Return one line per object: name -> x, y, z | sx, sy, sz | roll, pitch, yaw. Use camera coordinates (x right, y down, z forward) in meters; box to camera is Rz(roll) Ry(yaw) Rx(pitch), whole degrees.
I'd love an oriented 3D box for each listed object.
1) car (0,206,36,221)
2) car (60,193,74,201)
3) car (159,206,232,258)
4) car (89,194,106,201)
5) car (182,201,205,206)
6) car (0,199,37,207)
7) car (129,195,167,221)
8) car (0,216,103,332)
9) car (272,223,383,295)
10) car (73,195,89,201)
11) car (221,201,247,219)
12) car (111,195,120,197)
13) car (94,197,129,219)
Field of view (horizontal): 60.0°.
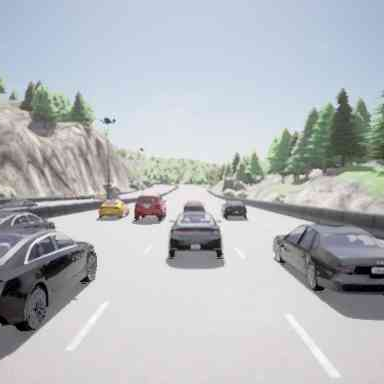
car -> -6.880, 1.490, 12.778 | 2.128, 1.511, 4.902 | 0, 0, 0
car -> -27.824, 1.081, 74.818 | 2.097, 1.767, 4.553 | 0, 0, 0
car -> 0.120, 1.498, 12.757 | 2.128, 1.511, 4.902 | 0, 0, 0
car -> -20.824, 1.212, 74.771 | 1.882, 1.535, 5.008 | 0, 0, 0
car -> 0.163, 1.493, 29.598 | 1.882, 1.535, 5.008 | 0, 0, 0
car -> -17.515, 1.489, 33.592 | 2.128, 1.511, 4.902 | 0, 0, 0
car -> -3.343, 1.232, 27.293 | 2.150, 2.045, 5.566 | 0, 0, 0
car -> -3.410, 1.493, 6.808 | 2.128, 1.511, 4.902 | 0, 0, 0
car -> 3.606, 1.556, 8.904 | 2.033, 1.411, 5.357 | 0, 0, 0
car -> -24.324, 1.325, 74.749 | 1.895, 1.301, 4.718 | 0, 0, 0
car -> 3.663, 1.497, 29.606 | 1.882, 1.535, 5.008 | 0, 0, 0
car -> -17.324, 1.333, 74.732 | 1.895, 1.301, 4.718 | 0, 0, 0
car -> -6.837, 1.485, 29.575 | 1.882, 1.535, 5.008 | 0, 0, 0
